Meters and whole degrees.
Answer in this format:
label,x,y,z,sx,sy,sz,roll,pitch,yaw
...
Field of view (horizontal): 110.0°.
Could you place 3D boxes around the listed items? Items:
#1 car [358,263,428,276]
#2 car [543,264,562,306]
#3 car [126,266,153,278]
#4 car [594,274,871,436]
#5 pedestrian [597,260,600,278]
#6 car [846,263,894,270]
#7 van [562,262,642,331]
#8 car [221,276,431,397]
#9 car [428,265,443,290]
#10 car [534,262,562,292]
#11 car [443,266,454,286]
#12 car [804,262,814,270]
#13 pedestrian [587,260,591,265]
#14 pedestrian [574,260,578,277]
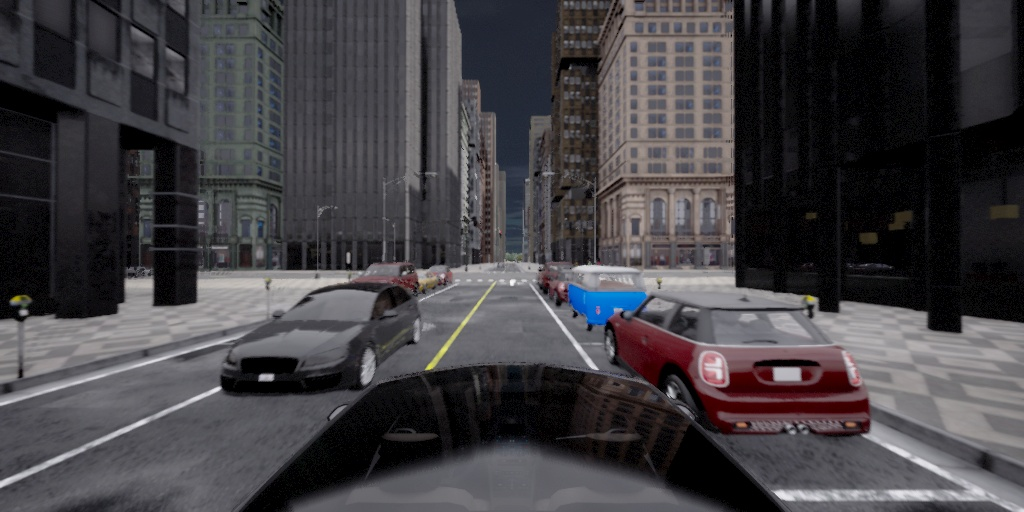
label,x,y,z,sx,sy,sz,roll,pitch,yaw
car,-5.762,1.230,16.728,2.192,1.841,5.009,0,0,0
car,2.763,1.355,16.729,1.967,1.591,4.097,0,0,0
car,-45.144,1.908,43.398,4.181,1.385,1.994,0,0,1
car,2.763,1.232,5.526,1.967,1.591,4.097,0,0,0
pedestrian,8.136,1.260,34.022,0.375,1.860,0.375,0,0,0
car,40.949,1.573,40.142,4.902,1.511,2.128,0,0,0
van,2.763,1.195,11.128,1.690,1.789,3.998,0,0,0
car,-3.099,1.313,6.958,1.837,1.490,4.892,0,-1,0
car,-5.762,1.503,22.160,1.751,1.417,4.829,0,0,0
car,2.763,1.292,22.331,2.192,1.841,5.009,0,0,0
car,-5.762,1.479,27.931,1.967,1.591,4.097,0,0,0
car,41.955,1.671,46.697,5.357,1.411,2.033,0,0,1
pedestrian,7.136,1.247,33.421,0.375,1.860,0.375,0,0,0
pedestrian,6.136,1.259,34.622,0.375,1.860,0.375,0,0,0
